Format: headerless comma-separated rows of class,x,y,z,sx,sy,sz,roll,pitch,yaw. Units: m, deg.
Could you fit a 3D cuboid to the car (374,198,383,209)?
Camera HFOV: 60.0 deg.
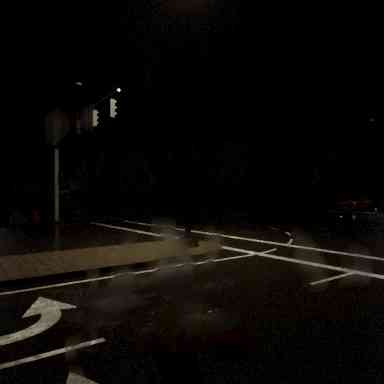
car,27.424,1.564,46.433,4.181,1.385,1.994,0,0,-36

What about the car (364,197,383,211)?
car,22.821,1.547,38.873,5.357,1.411,2.033,0,0,-35

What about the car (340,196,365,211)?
car,20.409,1.352,41.405,4.553,1.767,2.097,0,0,-36
